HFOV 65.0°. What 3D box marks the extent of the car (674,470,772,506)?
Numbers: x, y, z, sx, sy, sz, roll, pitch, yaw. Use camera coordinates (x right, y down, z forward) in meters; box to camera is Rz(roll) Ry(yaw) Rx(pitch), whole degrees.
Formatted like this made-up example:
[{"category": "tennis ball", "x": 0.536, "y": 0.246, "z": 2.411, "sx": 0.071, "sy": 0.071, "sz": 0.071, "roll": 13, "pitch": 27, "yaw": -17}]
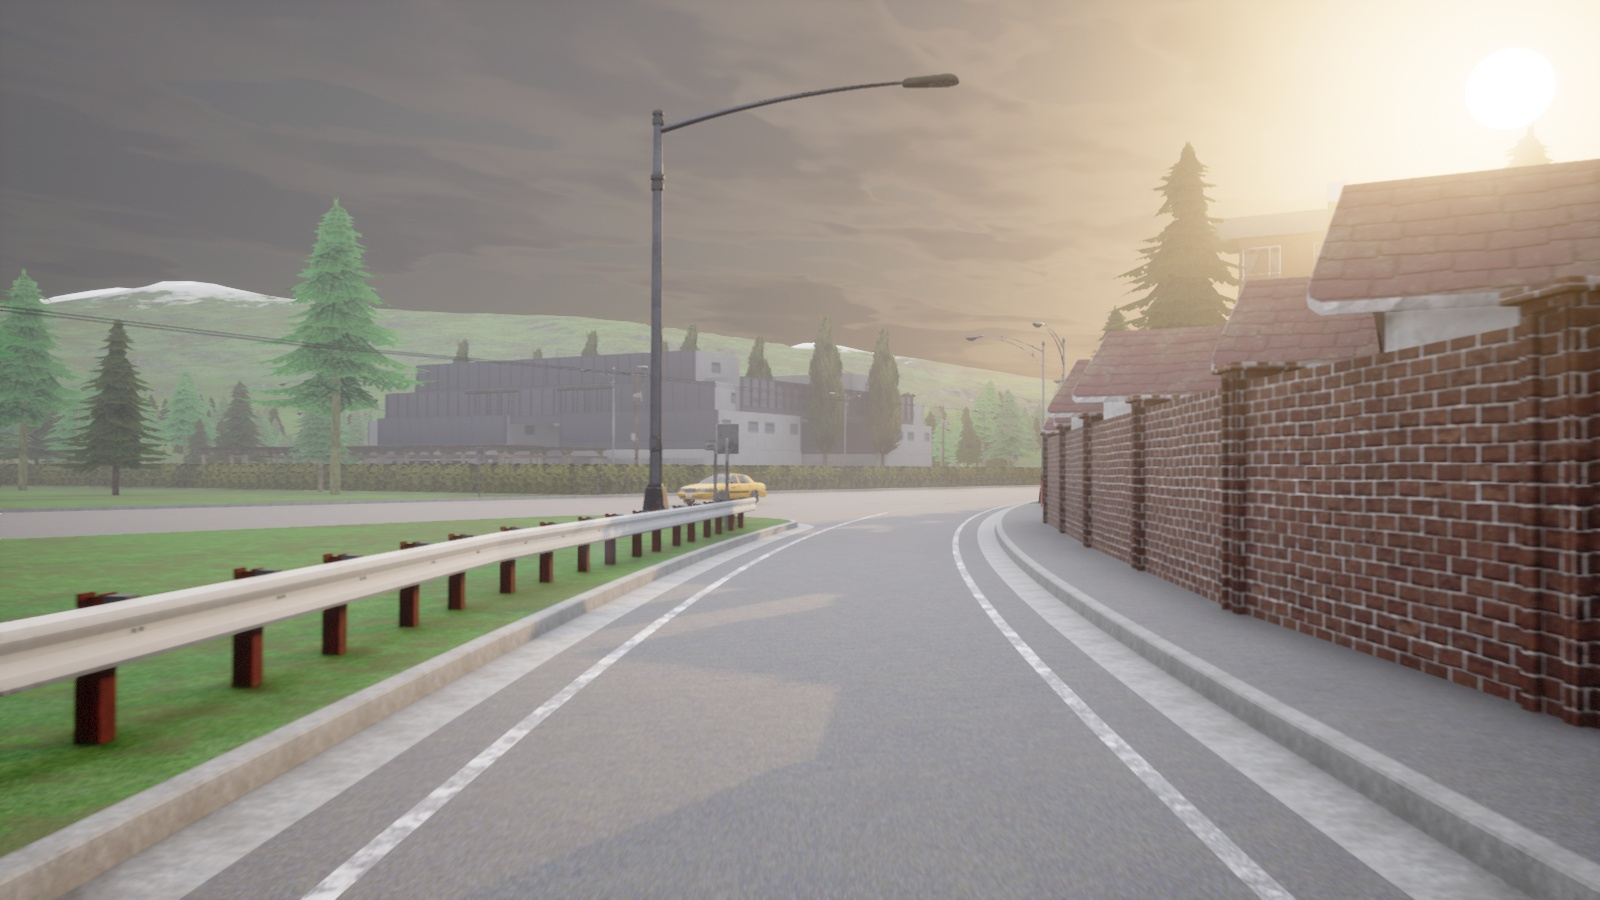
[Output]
[{"category": "car", "x": -3.494, "y": 1.737, "z": 57.970, "sx": 1.801, "sy": 1.575, "sz": 5.366, "roll": -1, "pitch": -1, "yaw": 31}]
